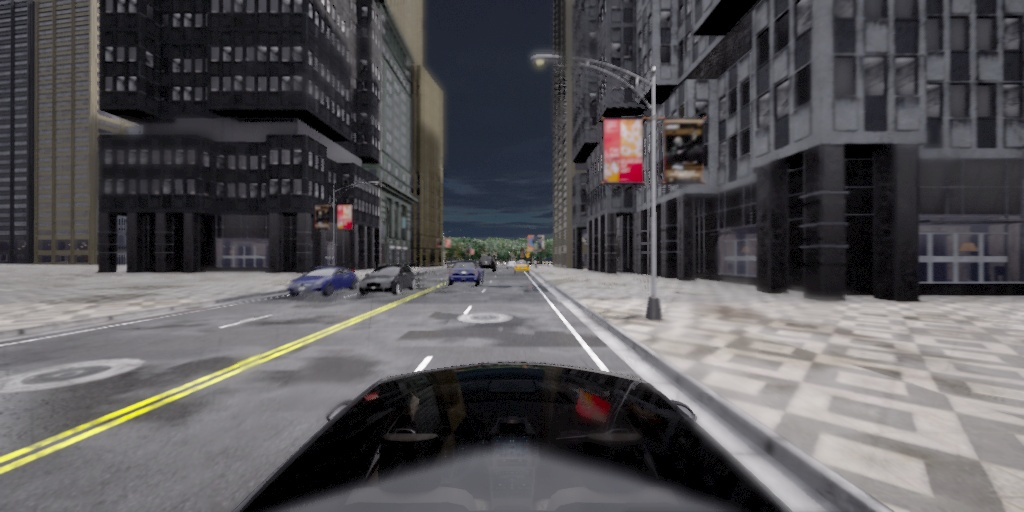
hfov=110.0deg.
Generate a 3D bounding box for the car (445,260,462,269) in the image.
[{"bbox_3d":[-9.802,1.466,60.582,2.128,1.511,4.902,0,-1,1],"label":"car"}]

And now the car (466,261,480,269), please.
[{"bbox_3d":[-6.546,1.576,60.574,1.895,1.301,4.718,0,-1,1],"label":"car"}]

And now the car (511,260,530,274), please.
[{"bbox_3d":[1.131,1.213,42.153,1.801,1.575,5.366,0,0,0],"label":"car"}]

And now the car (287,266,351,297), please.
[{"bbox_3d":[-9.851,1.274,19.135,1.812,1.442,4.674,0,0,0],"label":"car"}]

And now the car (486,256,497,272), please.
[{"bbox_3d":[-3.157,1.007,46.848,2.150,2.045,5.566,0,-1,0],"label":"car"}]

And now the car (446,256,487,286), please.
[{"bbox_3d":[-3.154,1.099,25.624,2.097,1.767,4.553,0,0,0],"label":"car"}]

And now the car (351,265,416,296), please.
[{"bbox_3d":[-6.601,1.253,19.497,1.837,1.490,4.892,0,0,0],"label":"car"}]

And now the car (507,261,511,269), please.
[{"bbox_3d":[-0.009,1.517,61.668,1.812,1.442,4.674,0,-1,0],"label":"car"}]
